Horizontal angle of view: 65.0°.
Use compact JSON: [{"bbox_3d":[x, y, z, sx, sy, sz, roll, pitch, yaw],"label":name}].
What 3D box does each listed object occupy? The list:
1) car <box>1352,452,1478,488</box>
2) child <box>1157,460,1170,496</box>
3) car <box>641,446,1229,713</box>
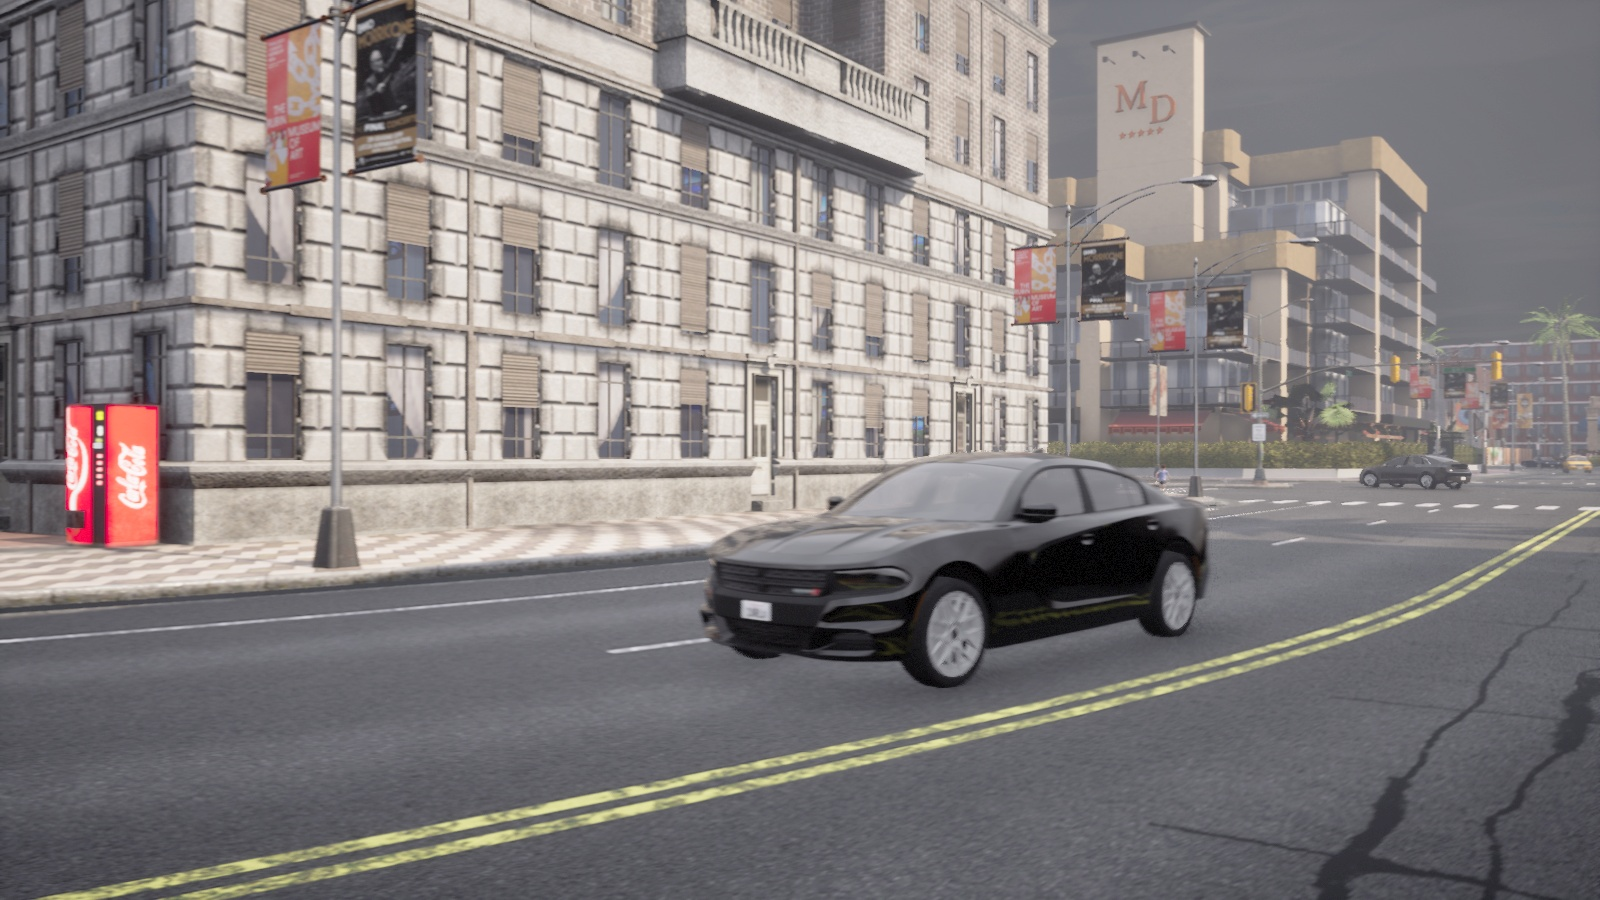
[{"bbox_3d":[26.967,0.854,55.268,1.837,1.490,4.892,0,0,-26],"label":"car"},{"bbox_3d":[11.343,0.876,39.175,0.255,1.110,0.394,0,0,43],"label":"child"},{"bbox_3d":[1.319,0.750,9.708,1.882,1.535,5.008,0,0,43],"label":"car"}]
